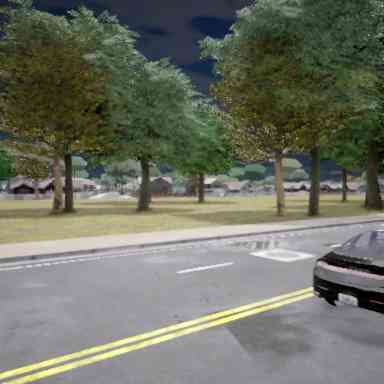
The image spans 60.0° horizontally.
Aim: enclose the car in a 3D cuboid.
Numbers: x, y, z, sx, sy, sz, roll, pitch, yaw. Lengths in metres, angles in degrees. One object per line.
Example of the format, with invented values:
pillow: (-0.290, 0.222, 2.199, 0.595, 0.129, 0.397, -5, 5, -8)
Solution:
car: (4.449, 1.485, 6.661, 4.902, 1.511, 2.128, 0, 0, -35)
